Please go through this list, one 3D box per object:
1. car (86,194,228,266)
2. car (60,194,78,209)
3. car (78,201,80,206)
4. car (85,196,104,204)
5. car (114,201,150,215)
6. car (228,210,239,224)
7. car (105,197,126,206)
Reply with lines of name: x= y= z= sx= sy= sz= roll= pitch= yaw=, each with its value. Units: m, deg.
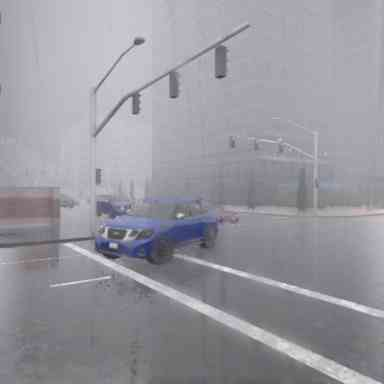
car: x=-0.929 y=1.229 z=12.217 sx=2.150 sy=2.045 sz=5.566 roll=2 pitch=1 yaw=30
car: x=-17.385 y=1.236 z=44.079 sx=2.150 sy=2.045 sz=5.566 roll=0 pitch=0 yaw=-36
car: x=-19.283 y=1.583 z=52.794 sx=1.994 sy=1.385 sz=4.181 roll=0 pitch=0 yaw=-35
car: x=-19.068 y=1.519 z=64.796 sx=2.128 sy=1.511 sz=4.902 roll=0 pitch=0 yaw=-36
car: x=-6.343 y=1.619 z=34.656 sx=1.895 sy=1.301 sz=4.718 roll=0 pitch=0 yaw=-36
car: x=1.338 y=1.545 z=24.235 sx=1.812 sy=1.442 sz=4.674 roll=0 pitch=0 yaw=-39
car: x=-13.101 y=1.553 z=56.462 sx=1.812 sy=1.442 sz=4.674 roll=0 pitch=0 yaw=-36
